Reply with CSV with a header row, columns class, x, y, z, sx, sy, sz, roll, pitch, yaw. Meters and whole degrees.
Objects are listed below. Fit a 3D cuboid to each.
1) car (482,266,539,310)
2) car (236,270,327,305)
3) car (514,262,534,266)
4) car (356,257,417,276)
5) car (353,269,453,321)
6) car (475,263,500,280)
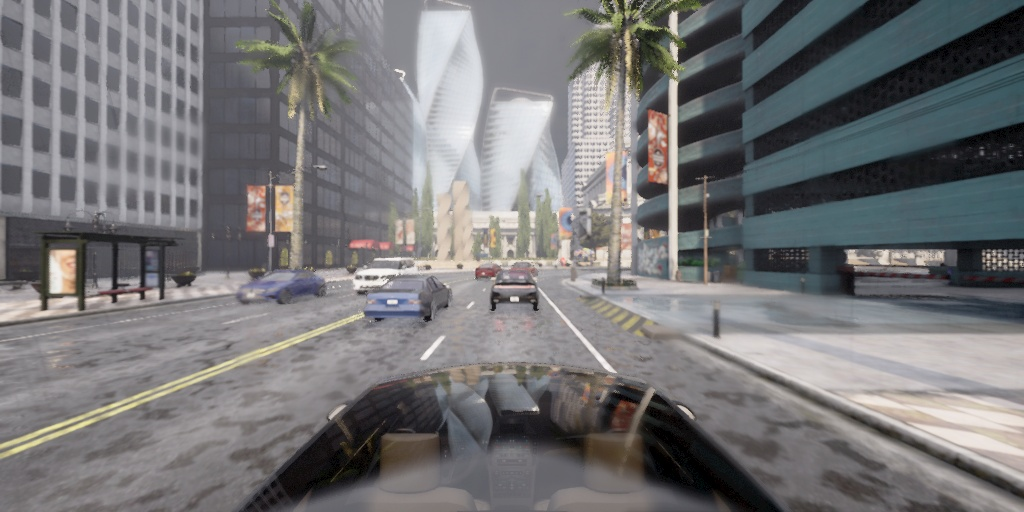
class,x,y,z,sx,sy,sz,roll,pitch,yaw
car,0.093,1.331,15.191,2.128,1.511,4.902,0,0,0
car,-10.545,1.376,16.868,1.812,1.442,4.674,0,0,0
car,1.159,1.308,32.717,2.097,1.767,4.553,0,0,11
car,-7.052,1.098,20.741,2.150,2.045,5.566,0,0,1
car,-3.406,1.370,12.691,2.033,1.411,5.357,0,0,0
car,-2.011,1.445,34.536,1.882,1.535,5.008,0,0,13
